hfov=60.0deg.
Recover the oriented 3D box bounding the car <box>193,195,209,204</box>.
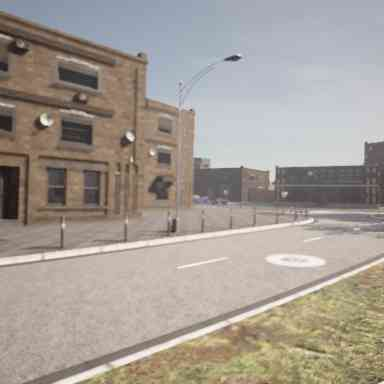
[{"bbox_3d":[2.218,1.807,74.808,2.185,1.767,4.553,1,-1,39],"label":"car"}]

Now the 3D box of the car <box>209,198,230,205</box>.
[{"bbox_3d":[6.383,2.060,71.321,2.163,1.488,4.792,1,-1,39],"label":"car"}]

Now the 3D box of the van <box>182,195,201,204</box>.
[{"bbox_3d":[-0.124,1.644,76.533,1.878,1.987,4.442,2,-1,39],"label":"van"}]
